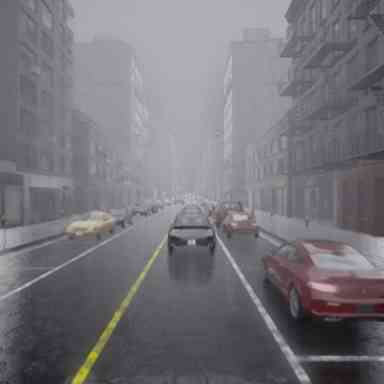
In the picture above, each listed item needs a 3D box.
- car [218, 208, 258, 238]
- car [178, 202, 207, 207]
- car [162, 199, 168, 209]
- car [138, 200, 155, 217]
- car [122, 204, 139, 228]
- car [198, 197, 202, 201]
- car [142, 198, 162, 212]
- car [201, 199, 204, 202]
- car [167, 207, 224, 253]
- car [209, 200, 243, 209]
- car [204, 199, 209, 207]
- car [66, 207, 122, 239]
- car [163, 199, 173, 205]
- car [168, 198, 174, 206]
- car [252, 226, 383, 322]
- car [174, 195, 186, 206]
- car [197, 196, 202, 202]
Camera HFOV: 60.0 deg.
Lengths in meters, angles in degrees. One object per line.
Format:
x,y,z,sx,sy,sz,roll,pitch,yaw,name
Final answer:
2.627,1.753,18.490,1.802,1.307,4.206,0,0,0,car
-0.010,1.830,29.329,1.994,1.385,4.181,0,0,0,car
-5.416,1.908,52.570,1.967,1.590,4.097,0,0,0,car
-5.407,1.885,35.525,1.947,1.339,4.313,0,0,0,car
-5.401,1.786,24.162,1.947,1.339,4.313,0,0,0,car
2.606,2.083,58.258,1.947,1.339,4.313,0,0,0,car
-5.410,1.684,41.208,2.192,1.841,5.009,0,0,0,car
2.612,1.970,46.896,2.008,1.369,4.403,0,0,0,car
-0.004,1.626,14.303,2.128,1.511,4.902,0,0,0,car
2.624,1.536,24.174,2.192,1.841,5.009,0,0,0,car
2.618,1.760,35.535,1.967,1.590,4.097,0,0,0,car
-5.398,1.695,18.310,1.752,1.417,4.829,0,-1,0,car
-5.428,2.214,75.296,2.008,1.369,4.403,0,0,0,car
-5.425,2.197,69.614,1.802,1.307,4.206,0,0,0,car
2.633,1.650,7.128,1.802,1.307,4.206,0,-1,0,car
-2.789,1.857,71.771,2.150,2.045,5.566,0,0,0,car
2.600,2.142,69.790,1.752,1.417,4.829,0,0,0,car
